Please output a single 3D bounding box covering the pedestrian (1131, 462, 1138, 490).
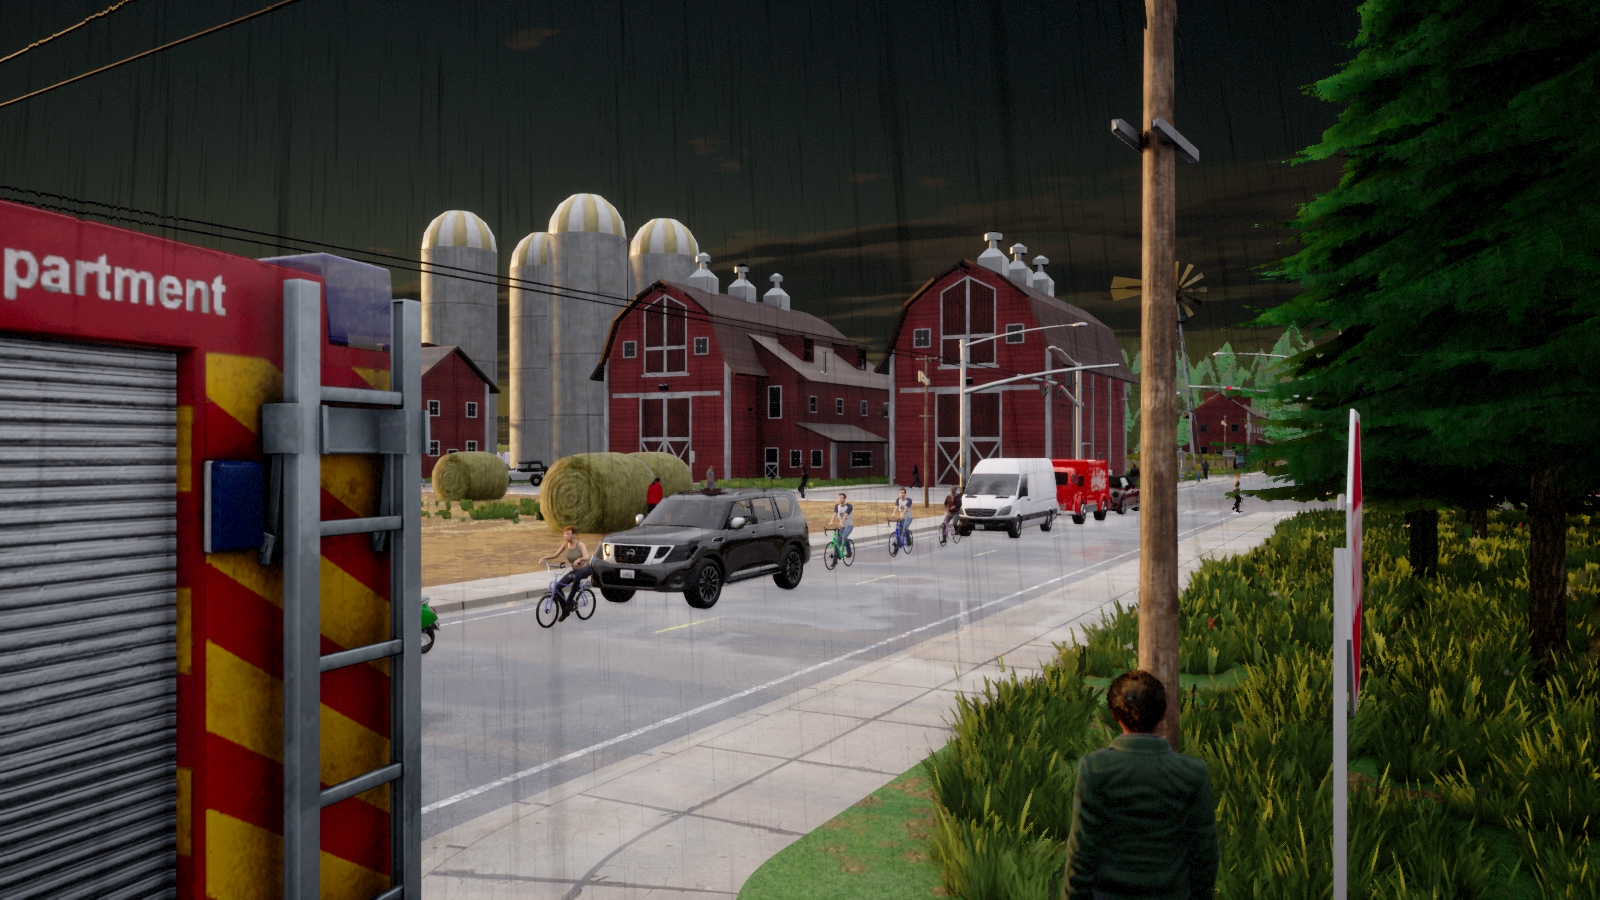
[{"bbox_3d":[21.947,1.696,74.887,0.375,1.860,0.375,0,0,27],"label":"pedestrian"}]

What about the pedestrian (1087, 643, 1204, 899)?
[{"bbox_3d":[1.236,1.663,4.125,0.375,1.860,0.375,0,0,12],"label":"pedestrian"}]

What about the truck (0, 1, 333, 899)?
[{"bbox_3d":[-5.987,0.867,3.783,8.468,3.827,2.891,0,0,20],"label":"truck"}]

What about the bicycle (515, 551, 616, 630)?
[{"bbox_3d":[-3.789,2.256,18.588,0.859,1.080,1.487,0,0,28],"label":"bicycle"}]

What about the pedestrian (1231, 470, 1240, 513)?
[{"bbox_3d":[19.369,1.841,50.861,0.375,1.860,0.375,0,0,21],"label":"pedestrian"}]

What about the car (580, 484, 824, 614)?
[{"bbox_3d":[-1.718,1.779,22.435,2.150,2.045,5.566,0,0,27],"label":"car"}]

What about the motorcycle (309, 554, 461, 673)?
[{"bbox_3d":[-5.525,2.142,15.317,0.856,1.316,1.805,0,0,28],"label":"motorcycle"}]

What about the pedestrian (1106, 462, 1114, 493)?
[{"bbox_3d":[18.915,1.694,69.678,0.375,1.860,0.375,0,0,30],"label":"pedestrian"}]

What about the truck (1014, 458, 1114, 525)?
[{"bbox_3d":[10.562,1.568,45.376,2.627,2.467,5.204,0,0,28],"label":"truck"}]

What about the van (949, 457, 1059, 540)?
[{"bbox_3d":[7.070,1.534,38.951,1.988,2.561,5.915,0,0,28],"label":"van"}]

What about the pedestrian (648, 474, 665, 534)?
[{"bbox_3d":[-4.513,1.681,35.949,0.375,1.860,0.375,0,0,34],"label":"pedestrian"}]

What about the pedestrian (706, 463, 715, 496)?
[{"bbox_3d":[-5.100,1.670,64.821,0.375,1.860,0.375,0,0,29],"label":"pedestrian"}]

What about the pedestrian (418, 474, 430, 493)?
[{"bbox_3d":[-23.088,2.049,70.112,0.500,1.100,0.500,0,0,31],"label":"pedestrian"}]

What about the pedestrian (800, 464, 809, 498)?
[{"bbox_3d":[0.261,1.669,62.075,0.375,1.860,0.375,0,0,28],"label":"pedestrian"}]
